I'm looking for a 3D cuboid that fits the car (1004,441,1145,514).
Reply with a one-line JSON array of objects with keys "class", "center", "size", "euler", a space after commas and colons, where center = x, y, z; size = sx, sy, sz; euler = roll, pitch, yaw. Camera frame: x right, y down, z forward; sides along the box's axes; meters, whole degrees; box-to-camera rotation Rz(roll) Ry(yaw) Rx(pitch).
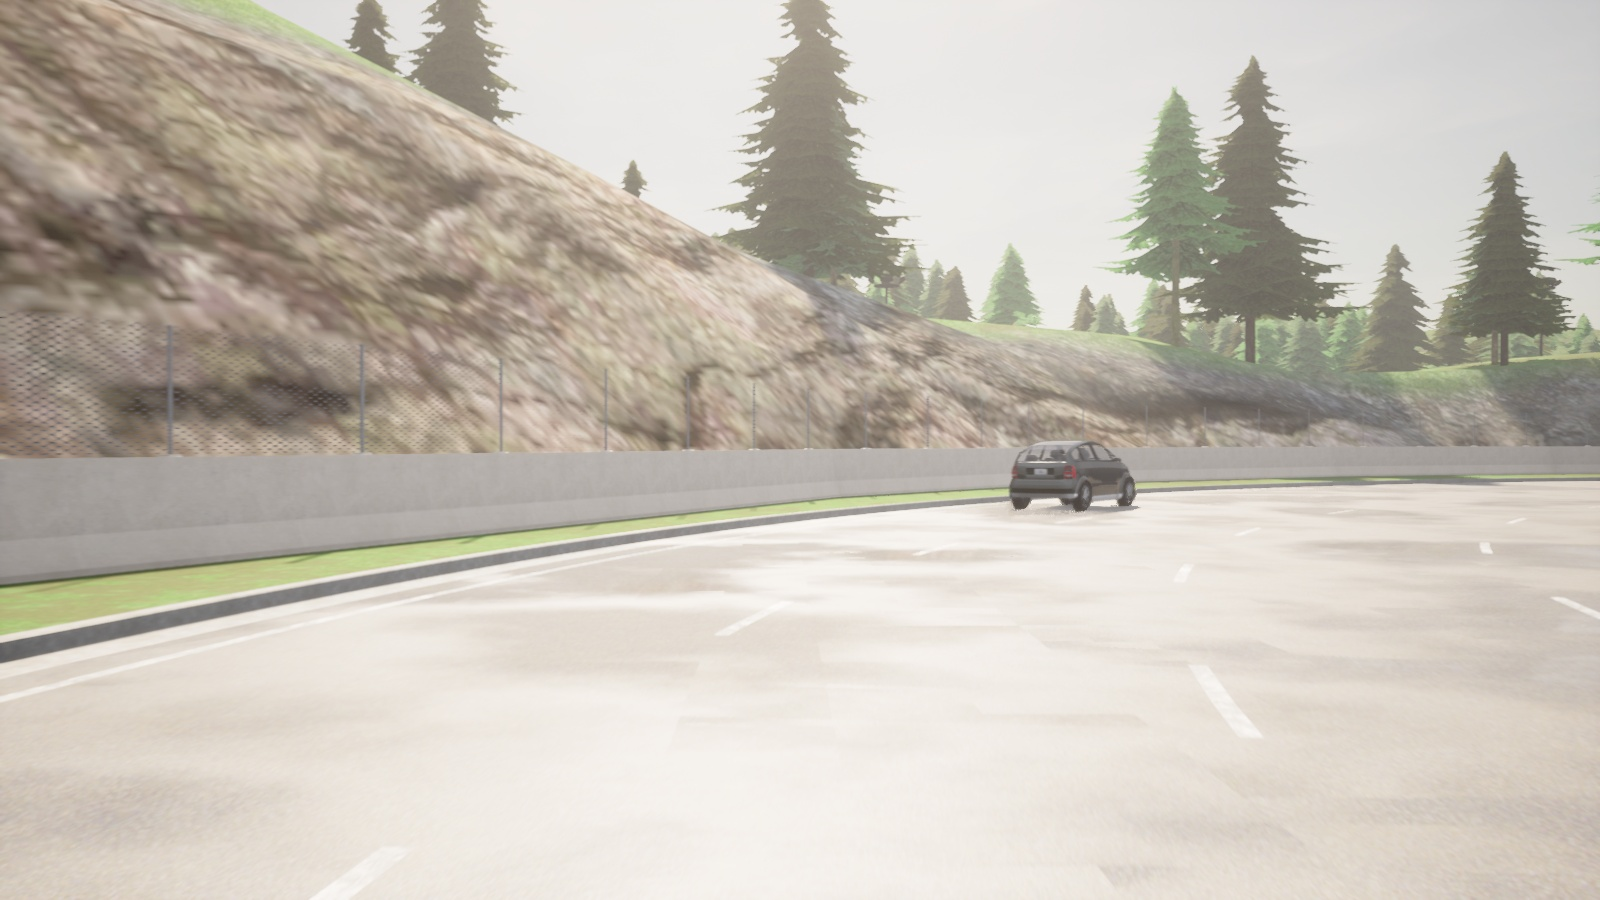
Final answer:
[{"class": "car", "center": [6.317, 0.572, 28.674], "size": [1.789, 1.549, 3.705], "euler": [0, 0, 36]}]
